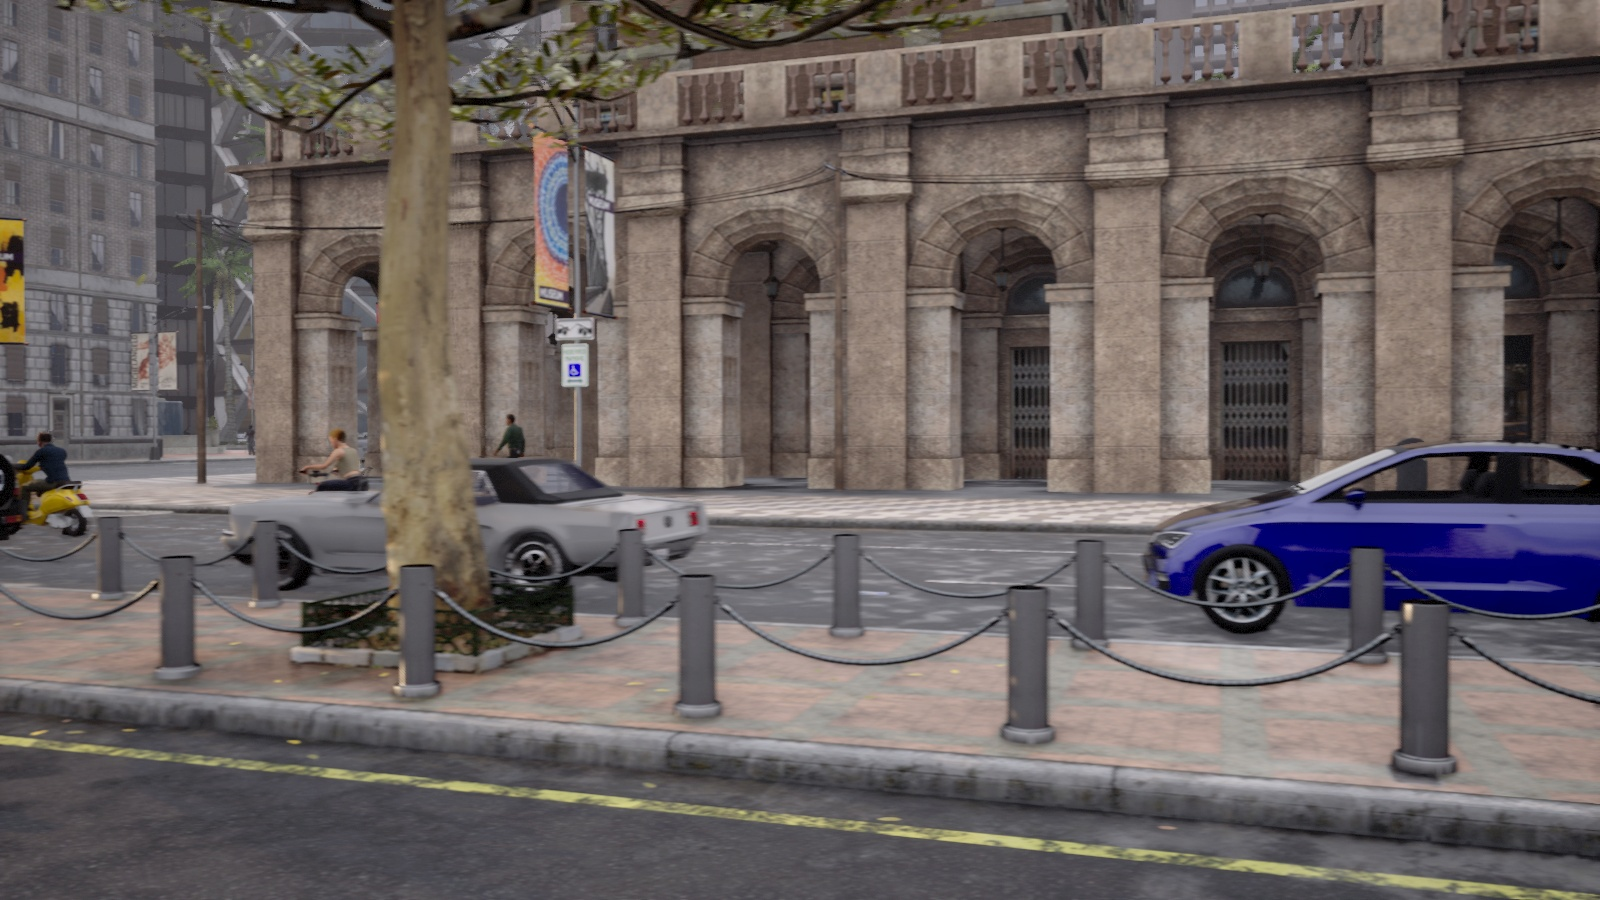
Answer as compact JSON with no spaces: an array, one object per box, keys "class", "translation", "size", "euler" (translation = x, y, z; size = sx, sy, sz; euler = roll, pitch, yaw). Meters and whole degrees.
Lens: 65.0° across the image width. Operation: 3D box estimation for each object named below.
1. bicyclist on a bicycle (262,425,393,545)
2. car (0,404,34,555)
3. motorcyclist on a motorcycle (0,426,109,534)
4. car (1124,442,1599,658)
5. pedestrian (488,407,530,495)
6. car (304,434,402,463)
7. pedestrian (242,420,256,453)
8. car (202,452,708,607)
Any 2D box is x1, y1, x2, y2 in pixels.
[{"class":"bicyclist on a bicycle","translation":[-6.588,0.457,17.544],"size":[1.509,1.612,0.866],"euler":[1,1,19]},{"class":"car","translation":[-12.127,0.347,15.646],"size":[4.605,1.855,1.932],"euler":[1,1,20]},{"class":"motorcyclist on a motorcycle","translation":[-11.652,0.428,19.244],"size":[1.817,1.590,0.866],"euler":[1,1,19]},{"class":"car","translation":[4.815,0.698,10.013],"size":[4.193,1.474,1.816],"euler":[1,1,19]},{"class":"pedestrian","translation":[-6.503,0.009,28.067],"size":[0.788,1.949,0.423],"euler":[1,1,18]},{"class":"car","translation":[-21.331,-0.117,60.168],"size":[1.895,1.301,4.718],"euler":[1,1,19]},{"class":"pedestrian","translation":[-32.293,-0.818,73.646],"size":[0.402,1.930,0.666],"euler":[1,1,22]},{"class":"car","translation":[-3.494,0.709,12.810],"size":[4.718,1.301,1.895],"euler":[1,1,19]}]
